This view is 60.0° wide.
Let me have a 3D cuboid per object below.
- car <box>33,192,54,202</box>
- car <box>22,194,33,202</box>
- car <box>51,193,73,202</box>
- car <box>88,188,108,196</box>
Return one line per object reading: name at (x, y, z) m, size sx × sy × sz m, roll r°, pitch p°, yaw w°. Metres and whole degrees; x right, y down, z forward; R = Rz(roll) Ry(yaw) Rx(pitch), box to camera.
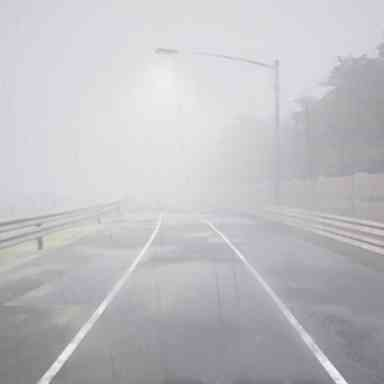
car at (-29.334, 0.973, 68.007) m, size 2.150 × 2.045 × 5.566 m, roll 0°, pitch 3°, yaw 7°
car at (-32.811, 1.252, 68.429) m, size 2.128 × 1.511 × 4.902 m, roll 0°, pitch 3°, yaw 7°
car at (-25.867, 1.272, 67.545) m, size 1.837 × 1.490 × 4.892 m, roll 0°, pitch 3°, yaw 7°
car at (-23.826, 0.424, 83.644) m, size 2.033 × 1.411 × 5.357 m, roll 0°, pitch 3°, yaw 7°
